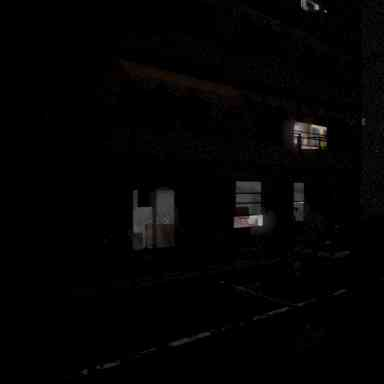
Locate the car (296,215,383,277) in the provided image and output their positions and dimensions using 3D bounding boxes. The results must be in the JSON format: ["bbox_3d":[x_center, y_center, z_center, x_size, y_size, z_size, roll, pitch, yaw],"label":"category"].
[{"bbox_3d":[5.012,1.582,10.209,4.206,1.307,1.802,0,0,-36],"label":"car"}]

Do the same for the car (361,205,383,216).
[{"bbox_3d":[16.791,1.888,32.071,1.895,1.301,4.718,0,-1,-36],"label":"car"}]
